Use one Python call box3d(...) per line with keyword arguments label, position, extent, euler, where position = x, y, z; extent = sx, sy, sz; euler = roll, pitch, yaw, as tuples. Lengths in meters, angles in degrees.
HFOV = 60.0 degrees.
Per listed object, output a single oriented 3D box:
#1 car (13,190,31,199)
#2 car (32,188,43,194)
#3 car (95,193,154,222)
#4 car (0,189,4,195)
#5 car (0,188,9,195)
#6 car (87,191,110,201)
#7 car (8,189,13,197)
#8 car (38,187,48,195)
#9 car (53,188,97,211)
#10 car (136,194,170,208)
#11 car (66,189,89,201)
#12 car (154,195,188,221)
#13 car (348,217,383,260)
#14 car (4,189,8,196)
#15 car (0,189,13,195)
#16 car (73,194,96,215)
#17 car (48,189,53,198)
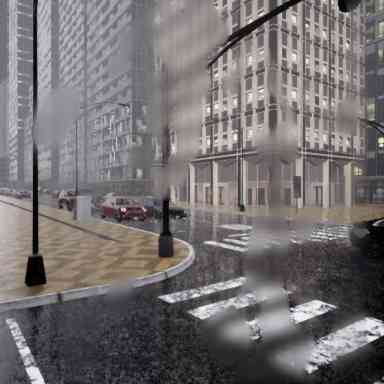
box3d(label="car", position=(-27.311, 0.422, 53.965), extent=(1.887, 1.381, 4.507), euler=(1, 0, -36))
box3d(label="car", position=(-40.002, -0.213, 86.112), extent=(1.947, 1.339, 4.313), euler=(1, 0, -36))
box3d(label="car", position=(-4.608, 1.069, 22.228), extent=(1.967, 1.590, 4.097), euler=(1, 0, -36))
box3d(label="car", position=(-37.040, 0.107, 67.566), extent=(2.008, 1.369, 4.403), euler=(1, 0, -36))
box3d(label="car", position=(-43.526, -0.112, 76.633), extent=(1.887, 1.381, 4.507), euler=(1, 0, -36))
box3d(label="car", position=(-14.050, 0.644, 49.829), extent=(1.947, 1.339, 4.313), euler=(1, 0, -36))
box3d(label="car", position=(-30.554, 0.321, 58.498), extent=(2.008, 1.369, 4.403), euler=(1, 0, -36))
box3d(label="car", position=(-33.514, -0.020, 77.041), extent=(1.887, 1.381, 4.507), euler=(1, 0, -36))
box3d(label="car", position=(-11.090, 0.729, 31.295), extent=(2.192, 1.841, 5.009), euler=(1, 0, -36))
box3d(label="car", position=(-4.318, 0.982, 36.221), extent=(1.802, 1.307, 4.206), euler=(1, 0, -36))
box3d(label="car", position=(-17.187, 0.400, 49.737), extent=(2.097, 1.767, 4.553), euler=(0, 1, -36))
box3d(label="car", position=(-2.472, 1.173, 23.669), extent=(2.033, 1.411, 5.357), euler=(0, 1, -36))
box3d(label="car", position=(7.300, 1.441, 10.005), extent=(2.128, 1.511, 4.902), euler=(0, 1, -36))
box3d(label="car", position=(-33.797, 0.208, 63.032), extent=(1.887, 1.381, 4.507), euler=(1, 0, -36))
box3d(label="car", position=(-40.283, 0.016, 72.100), extent=(1.947, 1.339, 4.313), euler=(1, 0, -36))
box3d(label="car", position=(-7.855, 1.103, 26.762), extent=(1.802, 1.307, 4.206), euler=(1, 0, -36))
box3d(label="car", position=(-23.132, 0.329, 58.050), extent=(1.882, 1.535, 5.008), euler=(0, 1, -36))
